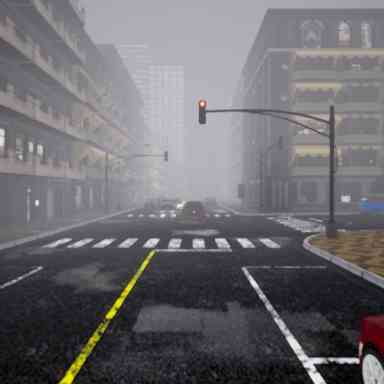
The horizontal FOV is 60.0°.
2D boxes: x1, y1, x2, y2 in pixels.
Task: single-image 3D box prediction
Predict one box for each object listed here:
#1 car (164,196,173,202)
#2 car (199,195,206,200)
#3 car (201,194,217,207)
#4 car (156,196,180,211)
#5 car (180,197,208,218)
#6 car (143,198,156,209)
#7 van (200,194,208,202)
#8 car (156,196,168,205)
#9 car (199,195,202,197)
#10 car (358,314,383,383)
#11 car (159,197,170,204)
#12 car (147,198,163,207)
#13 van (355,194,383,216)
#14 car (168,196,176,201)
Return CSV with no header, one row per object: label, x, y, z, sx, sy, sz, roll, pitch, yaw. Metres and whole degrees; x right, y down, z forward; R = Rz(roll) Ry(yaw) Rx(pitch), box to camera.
car,-5.481,1.584,78.432,1.752,1.417,4.829,-1,0,0
car,2.946,1.628,95.157,1.887,1.381,4.507,-1,0,0
car,2.821,1.468,50.934,1.967,1.590,4.097,-1,0,0
car,-2.984,1.566,42.194,2.033,1.411,5.357,0,0,0
car,0.179,1.487,30.053,1.882,1.535,5.008,0,0,0
car,-5.573,1.573,45.435,2.008,1.369,4.403,0,0,0
van,2.898,1.400,78.573,1.690,1.788,3.998,-1,0,0
car,-5.528,1.479,62.019,1.967,1.590,4.097,-1,0,0
car,2.869,1.596,67.518,2.008,1.369,4.403,-1,0,0
car,2.685,1.545,1.935,1.887,1.381,4.507,0,0,0
car,-5.512,1.627,67.547,1.802,1.307,4.206,-1,0,0
car,-5.558,1.594,50.963,1.947,1.339,4.313,0,0,0
van,15.715,1.043,27.470,3.998,1.788,1.690,-1,1,-1
car,-5.449,1.657,89.658,1.802,1.307,4.206,-1,0,0
